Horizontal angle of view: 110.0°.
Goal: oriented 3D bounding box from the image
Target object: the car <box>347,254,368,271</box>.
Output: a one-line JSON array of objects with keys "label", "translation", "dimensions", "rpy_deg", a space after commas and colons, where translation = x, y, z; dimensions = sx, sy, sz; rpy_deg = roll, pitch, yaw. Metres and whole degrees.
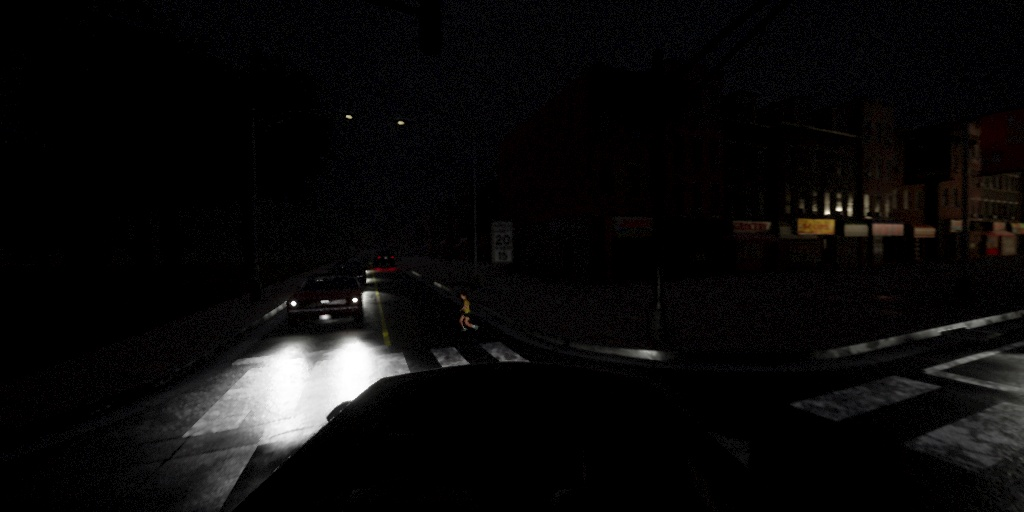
[{"label": "car", "translation": [-16.589, 0.636, 38.570], "dimensions": [1.882, 1.535, 5.008], "rpy_deg": [-1, 1, -21]}]

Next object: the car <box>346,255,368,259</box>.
[{"label": "car", "translation": [-12.739, 0.792, 28.869], "dimensions": [1.882, 1.535, 5.008], "rpy_deg": [-1, 1, -22]}]

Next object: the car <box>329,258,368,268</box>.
[{"label": "car", "translation": [-9.160, 1.041, 19.937], "dimensions": [1.994, 1.385, 4.181], "rpy_deg": [-1, 1, -22]}]

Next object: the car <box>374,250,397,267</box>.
[{"label": "car", "translation": [-15.595, 0.276, 43.888], "dimensions": [2.150, 2.045, 5.566], "rpy_deg": [-1, 1, -22]}]

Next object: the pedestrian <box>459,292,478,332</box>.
[{"label": "pedestrian", "translation": [-1.150, 1.346, 9.025], "dimensions": [0.500, 1.100, 0.500], "rpy_deg": [0, 1, -22]}]

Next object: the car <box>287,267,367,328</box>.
[{"label": "car", "translation": [-5.740, 1.248, 11.439], "dimensions": [1.895, 1.301, 4.718], "rpy_deg": [-1, 1, -22]}]
